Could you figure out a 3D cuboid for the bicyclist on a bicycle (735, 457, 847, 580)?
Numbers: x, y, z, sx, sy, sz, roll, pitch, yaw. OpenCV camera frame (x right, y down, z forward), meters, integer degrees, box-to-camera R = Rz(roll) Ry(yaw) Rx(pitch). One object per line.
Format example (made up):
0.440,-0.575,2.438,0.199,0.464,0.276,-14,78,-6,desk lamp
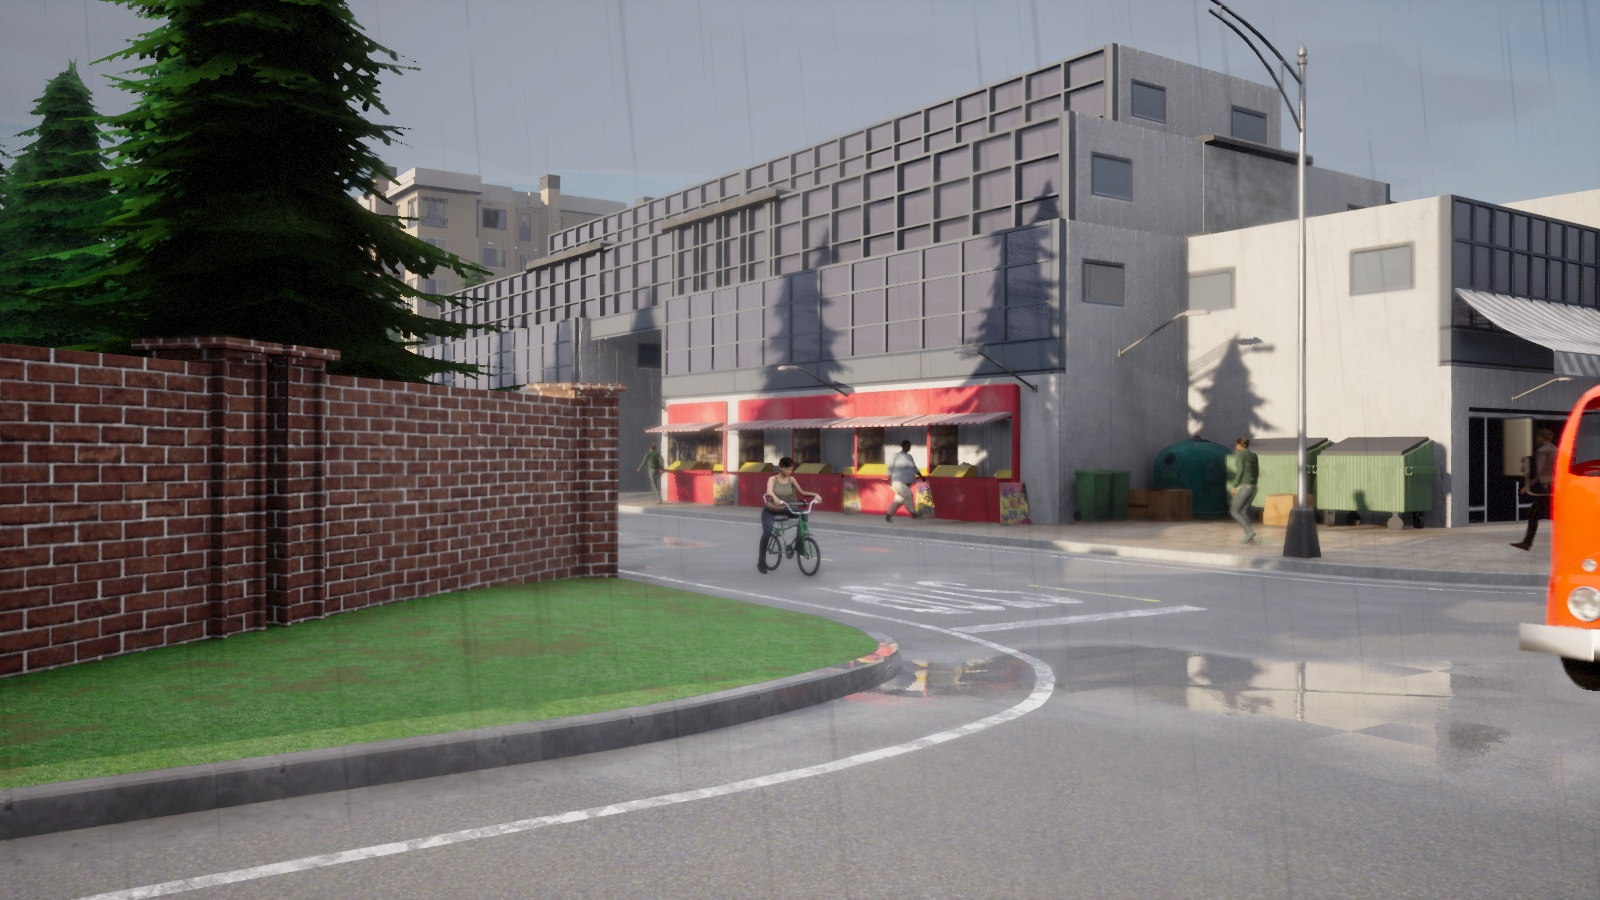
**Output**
-0.142,0.900,17.330,0.866,1.612,1.509,0,0,-33,bicyclist on a bicycle

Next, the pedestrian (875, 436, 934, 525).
2.246,0.643,27.058,0.874,1.855,0.900,0,0,-43,pedestrian

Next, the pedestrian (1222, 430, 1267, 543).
7.387,0.600,20.893,0.353,1.847,0.614,0,0,-34,pedestrian

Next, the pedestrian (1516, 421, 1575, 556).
10.411,0.530,17.543,0.331,1.846,0.634,0,0,-41,pedestrian

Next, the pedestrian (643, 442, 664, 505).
-4.303,0.681,36.864,0.353,1.847,0.614,0,0,-36,pedestrian

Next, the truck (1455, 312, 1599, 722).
7.203,0.389,8.670,5.204,2.467,2.627,0,0,-35,truck
